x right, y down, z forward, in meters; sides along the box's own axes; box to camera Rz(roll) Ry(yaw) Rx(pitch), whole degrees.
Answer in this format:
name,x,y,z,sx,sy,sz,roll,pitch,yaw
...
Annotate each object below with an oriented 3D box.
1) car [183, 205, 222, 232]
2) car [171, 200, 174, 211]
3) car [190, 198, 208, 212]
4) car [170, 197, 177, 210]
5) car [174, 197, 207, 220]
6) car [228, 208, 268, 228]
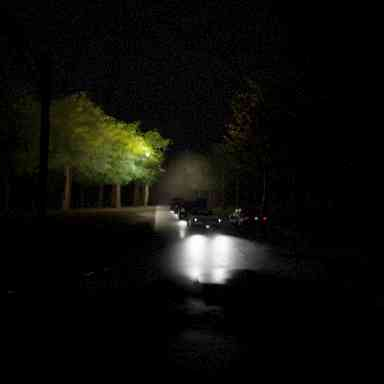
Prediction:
name,x,y,z,sx,sy,sz,roll,pitch,yaw
car,0.714,1.791,22.003,1.895,1.301,4.718,2,-1,-6
car,-1.173,1.987,40.967,1.994,1.385,4.181,2,-1,-6
car,1.086,1.979,53.156,2.150,2.045,5.566,2,-1,-6
car,-2.247,1.837,51.375,2.150,2.045,5.566,2,-1,-6
car,-0.204,1.646,31.062,2.097,1.767,4.553,2,-1,-6
car,4.101,1.885,25.134,2.033,1.411,5.357,2,-1,-6
